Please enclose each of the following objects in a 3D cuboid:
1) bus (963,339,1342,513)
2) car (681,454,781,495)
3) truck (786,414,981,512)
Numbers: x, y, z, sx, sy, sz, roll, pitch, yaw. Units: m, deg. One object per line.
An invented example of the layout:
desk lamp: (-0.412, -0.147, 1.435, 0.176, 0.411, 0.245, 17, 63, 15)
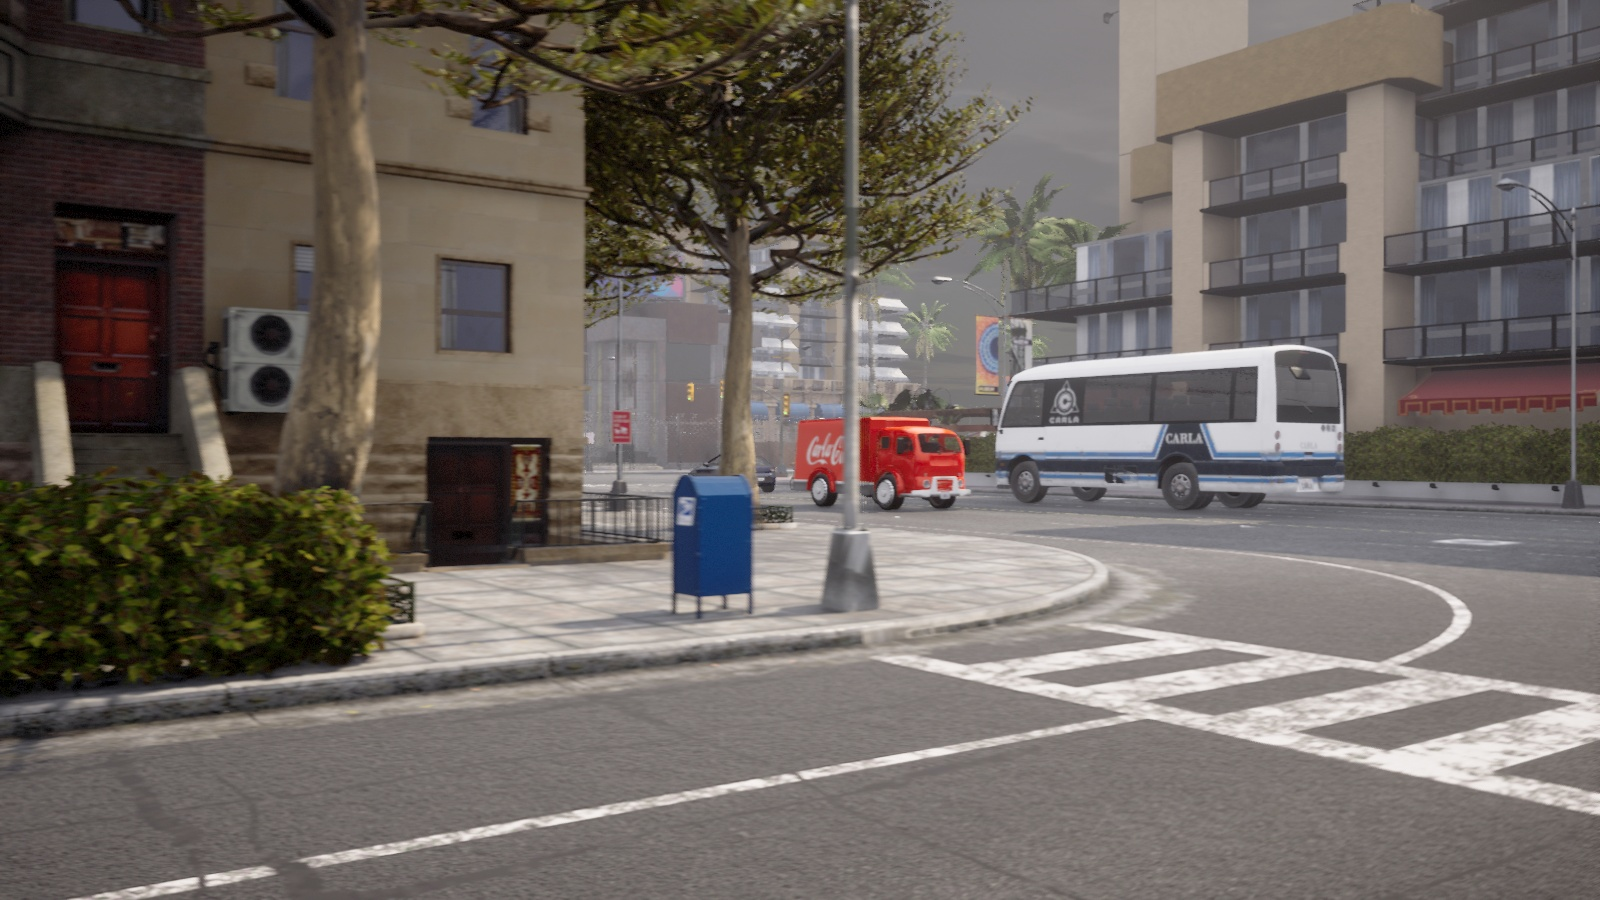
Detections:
bus: (9.636, -0.564, 35.963, 3.944, 4.253, 10.273, 0, 0, -35)
car: (-2.659, 0.880, 47.406, 1.816, 1.474, 4.193, 0, 0, -35)
truck: (2.175, 0.338, 34.408, 2.627, 2.467, 5.204, 0, 0, -35)
